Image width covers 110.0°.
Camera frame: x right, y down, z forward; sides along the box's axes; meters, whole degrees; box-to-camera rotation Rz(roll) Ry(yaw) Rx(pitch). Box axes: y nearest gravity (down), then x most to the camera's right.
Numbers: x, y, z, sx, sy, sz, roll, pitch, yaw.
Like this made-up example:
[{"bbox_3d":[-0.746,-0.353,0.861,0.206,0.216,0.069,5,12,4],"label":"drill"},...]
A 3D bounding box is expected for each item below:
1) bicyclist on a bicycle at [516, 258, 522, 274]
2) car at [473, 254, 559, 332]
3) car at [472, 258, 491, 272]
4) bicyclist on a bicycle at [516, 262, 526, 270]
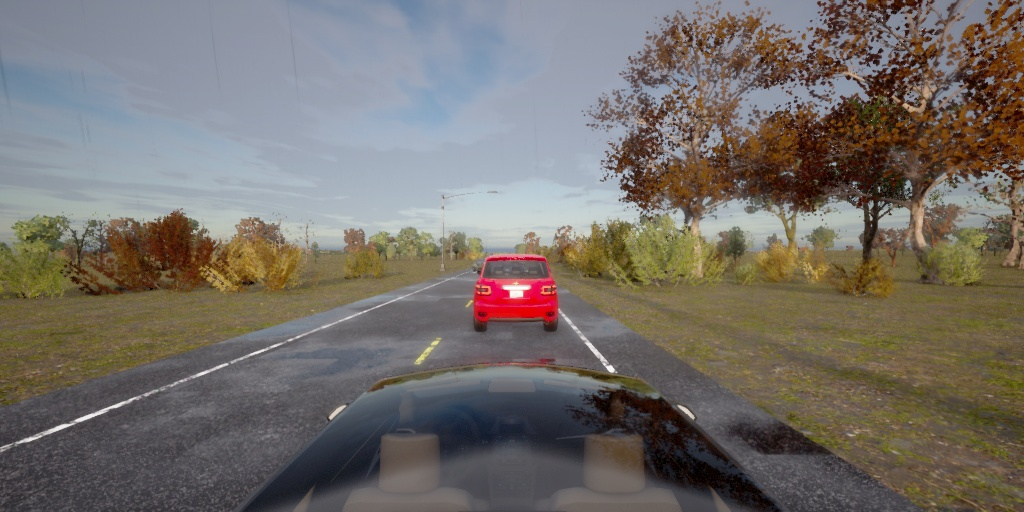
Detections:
[{"bbox_3d":[0.784,1.107,40.182,0.659,1.776,1.843,0,0,0],"label":"bicyclist on a bicycle"},{"bbox_3d":[0.078,0.968,10.990,2.150,2.045,5.566,0,0,-1],"label":"car"},{"bbox_3d":[-3.833,1.087,45.904,2.097,1.767,4.553,0,0,-1],"label":"car"},{"bbox_3d":[0.859,1.110,30.169,0.659,1.776,1.843,0,0,0],"label":"bicyclist on a bicycle"}]
